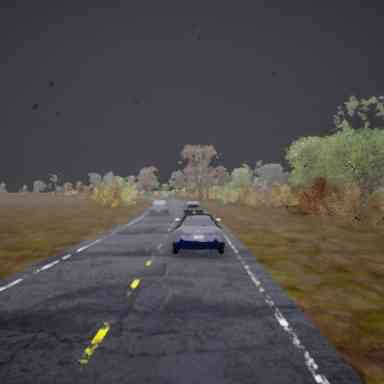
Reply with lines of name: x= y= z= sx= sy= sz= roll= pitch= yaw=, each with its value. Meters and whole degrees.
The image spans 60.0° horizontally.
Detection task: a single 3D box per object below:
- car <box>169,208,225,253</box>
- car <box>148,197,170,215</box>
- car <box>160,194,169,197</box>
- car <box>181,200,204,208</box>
car: x=0.251 y=1.560 z=13.754 sx=1.994 sy=1.385 sz=4.181 roll=0 pitch=0 yaw=0
car: x=-3.211 y=1.522 z=33.487 sx=1.812 sy=1.442 sz=4.674 roll=0 pitch=0 yaw=-2
car: x=-6.326 y=1.237 z=75.781 sx=2.097 sy=1.767 sz=4.553 roll=0 pitch=0 yaw=-7
car: x=0.057 y=1.498 z=30.705 sx=1.837 sy=1.490 sz=4.892 roll=0 pitch=0 yaw=-1
